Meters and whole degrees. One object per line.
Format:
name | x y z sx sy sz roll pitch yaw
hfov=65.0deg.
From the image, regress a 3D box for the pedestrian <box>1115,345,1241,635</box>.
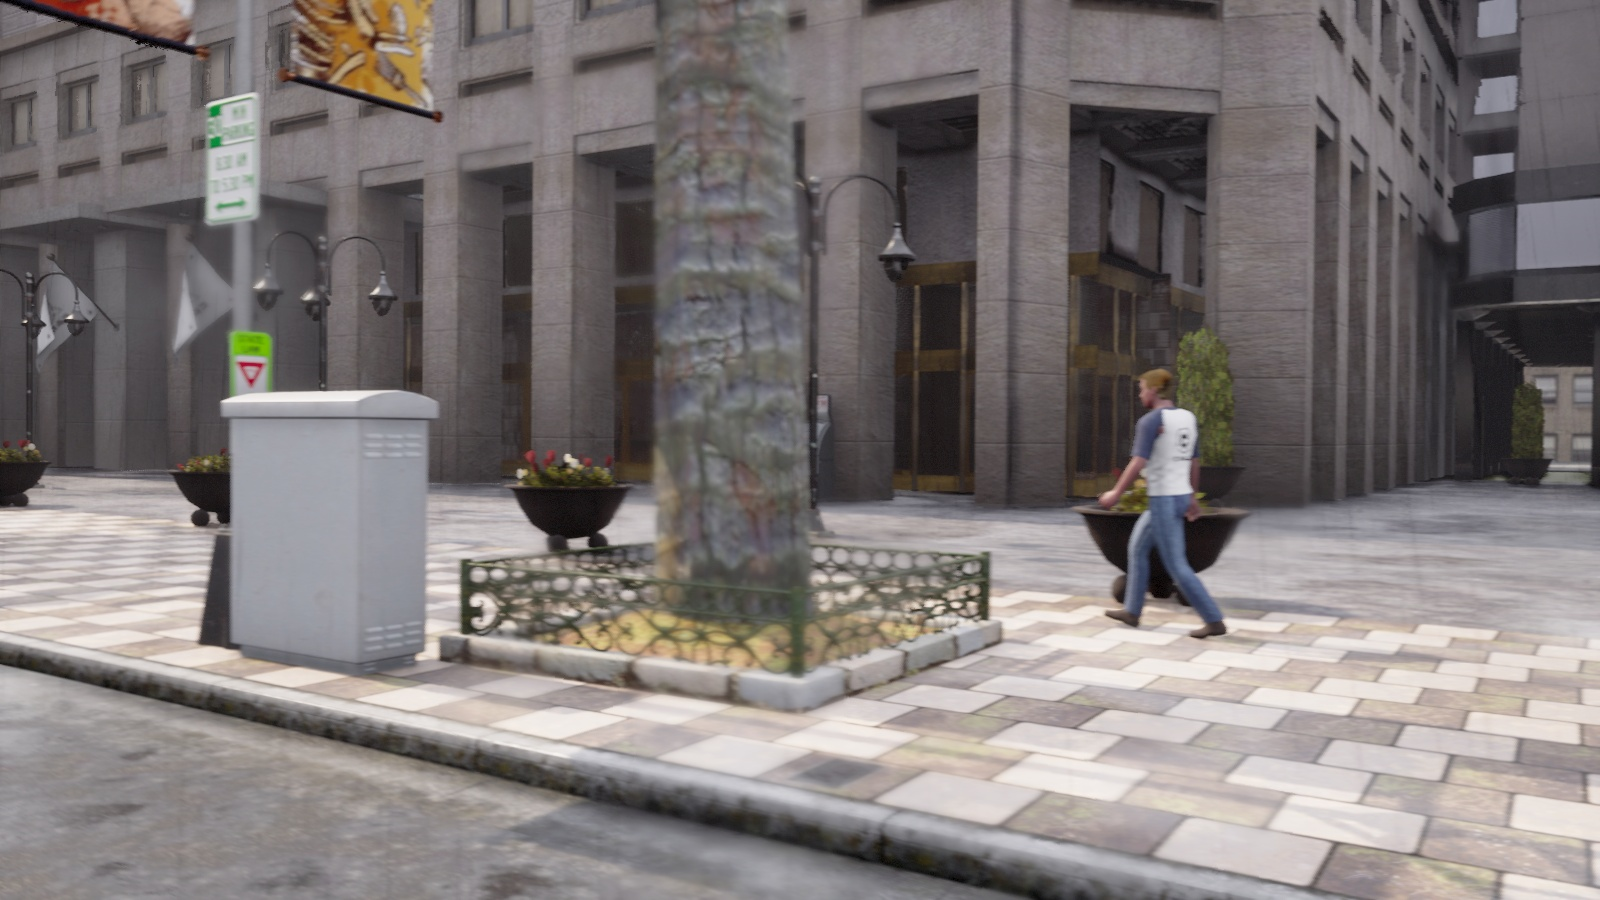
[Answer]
pedestrian | 2.503 0.252 8.333 0.706 1.836 0.354 0 1 43
